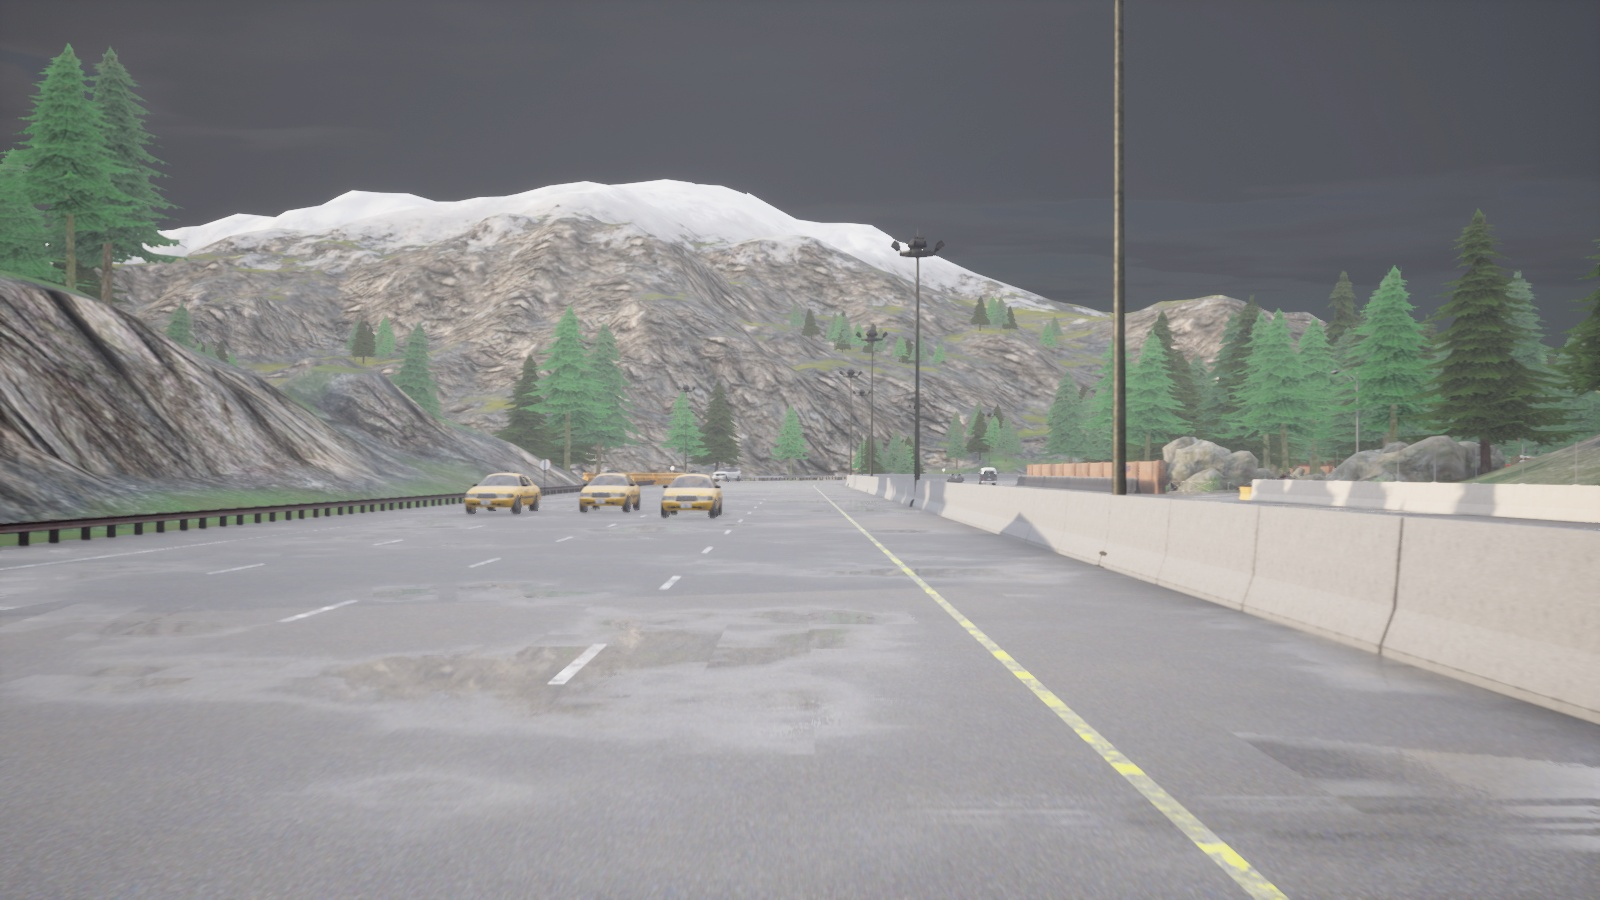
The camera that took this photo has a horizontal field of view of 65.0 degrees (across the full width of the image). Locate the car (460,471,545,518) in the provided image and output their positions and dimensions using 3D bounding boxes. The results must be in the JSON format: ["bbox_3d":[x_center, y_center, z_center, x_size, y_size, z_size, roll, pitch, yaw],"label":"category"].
[{"bbox_3d":[-10.610,1.551,45.133,1.801,1.575,5.366,0,-1,0],"label":"car"}]

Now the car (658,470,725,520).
[{"bbox_3d":[-3.603,1.479,42.466,1.801,1.575,5.366,0,-1,0],"label":"car"}]

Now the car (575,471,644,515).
[{"bbox_3d":[-7.115,1.576,47.452,1.801,1.575,5.366,0,-1,0],"label":"car"}]
